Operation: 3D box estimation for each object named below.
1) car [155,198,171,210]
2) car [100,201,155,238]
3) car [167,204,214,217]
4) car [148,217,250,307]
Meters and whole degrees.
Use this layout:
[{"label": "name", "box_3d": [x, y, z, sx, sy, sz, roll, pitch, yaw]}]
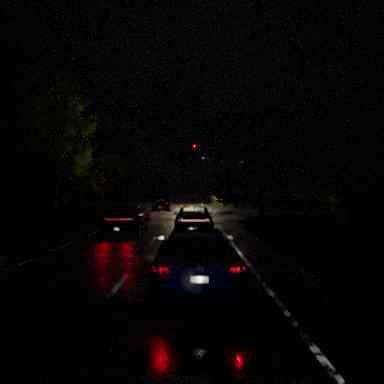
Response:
[{"label": "car", "box_3d": [-3.431, 1.431, 37.784, 1.812, 1.442, 4.674, 0, 0, 0]}, {"label": "car", "box_3d": [-3.415, 1.449, 17.508, 2.128, 1.511, 4.902, 0, 0, 0]}, {"label": "car", "box_3d": [0.089, 1.450, 16.905, 2.128, 1.511, 4.902, 0, 0, 0]}, {"label": "car", "box_3d": [0.100, 1.544, 8.003, 1.994, 1.385, 4.181, 0, 0, -1]}]
